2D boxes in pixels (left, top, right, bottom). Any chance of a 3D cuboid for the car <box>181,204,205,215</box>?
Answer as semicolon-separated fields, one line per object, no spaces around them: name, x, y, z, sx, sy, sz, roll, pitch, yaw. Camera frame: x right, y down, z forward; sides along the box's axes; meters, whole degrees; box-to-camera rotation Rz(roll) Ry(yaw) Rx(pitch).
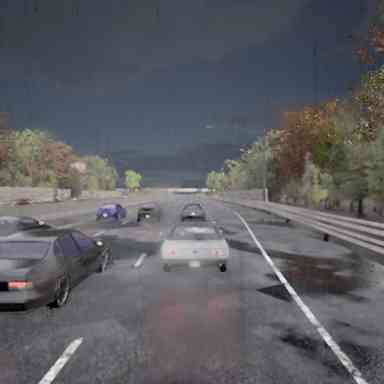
car;0.106;1.720;28.472;1.994;1.385;4.181;0;0;0

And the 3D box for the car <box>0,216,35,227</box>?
car;-6.904;1.633;12.974;1.994;1.385;4.181;0;0;0

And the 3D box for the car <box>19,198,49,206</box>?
car;-21.048;1.861;45.376;1.895;1.301;4.718;0;0;0

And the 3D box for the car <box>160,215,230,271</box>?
car;0.091;1.660;11.134;1.895;1.301;4.718;0;0;0

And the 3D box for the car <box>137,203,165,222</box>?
car;-3.395;1.658;28.024;1.837;1.490;4.892;0;0;0

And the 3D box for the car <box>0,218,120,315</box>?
car;-3.427;1.590;7.926;2.033;1.411;5.357;0;0;0

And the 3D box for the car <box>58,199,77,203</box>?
car;-17.544;1.763;46.904;2.128;1.511;4.902;0;-1;0

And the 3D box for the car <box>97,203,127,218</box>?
car;-6.893;1.683;28.762;1.812;1.442;4.674;0;0;0

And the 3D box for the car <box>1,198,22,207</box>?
car;-24.541;1.618;46.331;2.097;1.767;4.553;0;0;0
